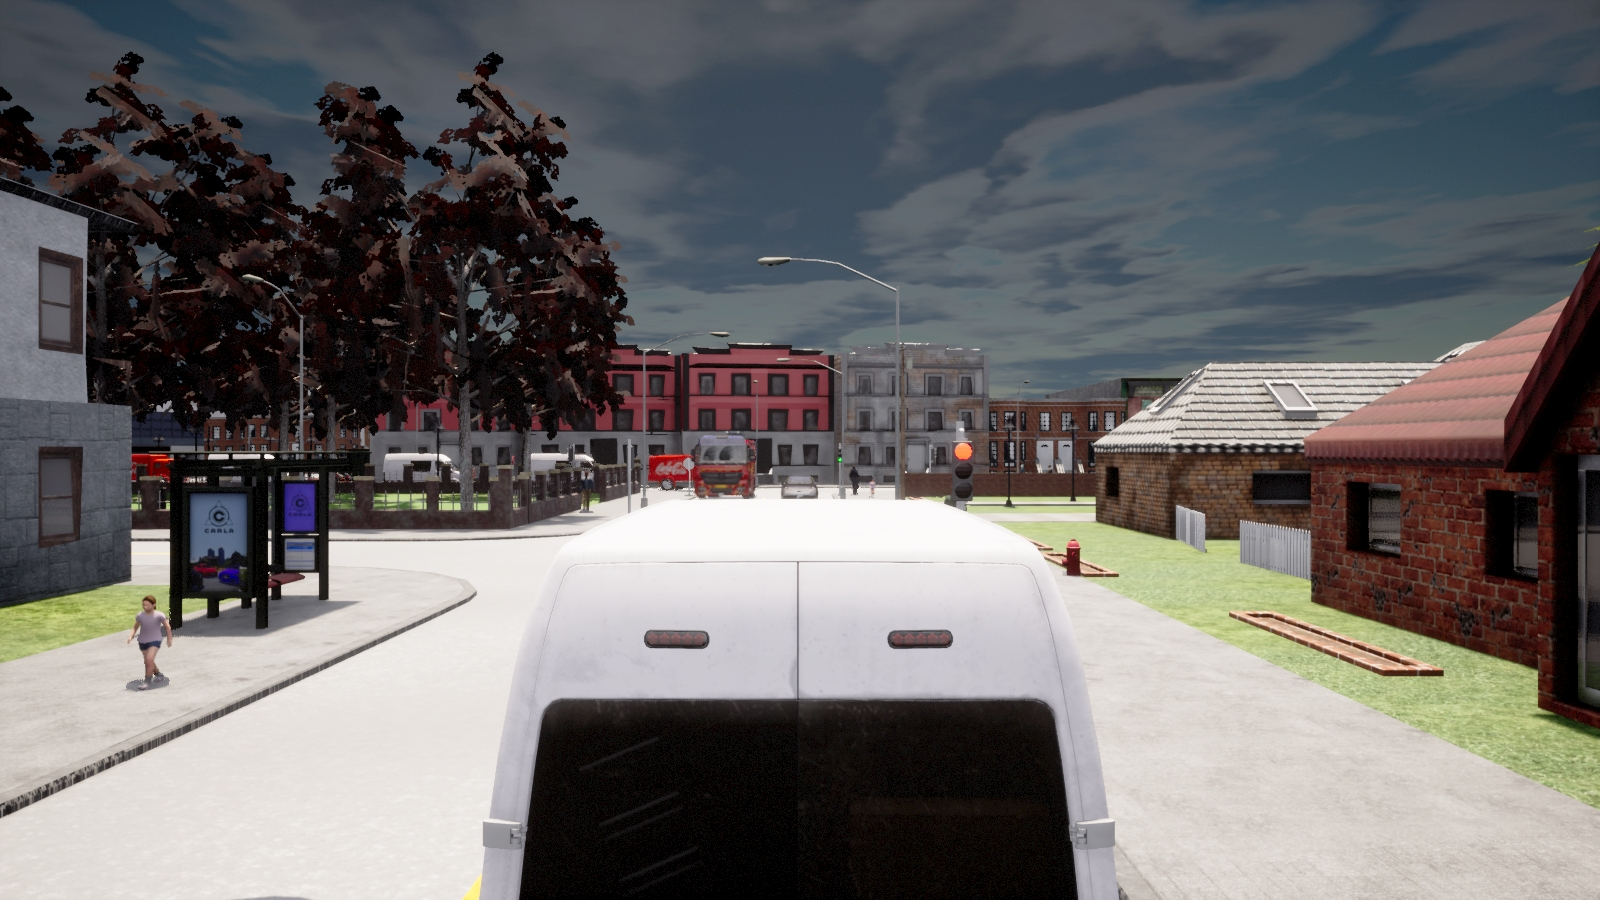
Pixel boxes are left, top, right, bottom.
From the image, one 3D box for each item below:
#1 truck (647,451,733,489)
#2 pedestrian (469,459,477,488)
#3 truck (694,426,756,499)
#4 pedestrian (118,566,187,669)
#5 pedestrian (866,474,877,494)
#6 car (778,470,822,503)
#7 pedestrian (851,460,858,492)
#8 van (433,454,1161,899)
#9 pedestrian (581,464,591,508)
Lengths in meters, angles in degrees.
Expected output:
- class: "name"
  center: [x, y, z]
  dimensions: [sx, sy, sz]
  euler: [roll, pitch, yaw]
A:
- class: "truck"
  center: [-7.420, 1.359, 77.426]
  dimensions: [5.204, 2.467, 2.627]
  euler: [-1, 0, 15]
- class: "pedestrian"
  center: [-20.995, 1.523, 73.359]
  dimensions: [0.375, 1.860, 0.375]
  euler: [0, 0, 0]
- class: "truck"
  center: [-4.099, 0.670, 64.218]
  dimensions: [2.891, 3.827, 8.468]
  euler: [0, 0, 1]
- class: "pedestrian"
  center: [-7.374, 1.896, 13.018]
  dimensions: [0.500, 1.100, 0.500]
  euler: [0, 0, 1]
- class: "pedestrian"
  center: [4.020, 1.898, 63.821]
  dimensions: [0.500, 1.100, 0.500]
  euler: [0, 0, -11]
- class: "car"
  center: [-0.022, 1.828, 57.806]
  dimensions: [2.128, 1.511, 4.902]
  euler: [0, 0, 0]
- class: "pedestrian"
  center: [3.217, 1.516, 67.255]
  dimensions: [0.375, 1.860, 0.375]
  euler: [0, 0, -5]
- class: "van"
  center: [-0.009, 1.315, 6.082]
  dimensions: [1.988, 2.561, 5.915]
  euler: [0, 0, 0]
- class: "pedestrian"
  center: [-9.104, 1.526, 48.614]
  dimensions: [0.375, 1.860, 0.375]
  euler: [0, 0, 0]
